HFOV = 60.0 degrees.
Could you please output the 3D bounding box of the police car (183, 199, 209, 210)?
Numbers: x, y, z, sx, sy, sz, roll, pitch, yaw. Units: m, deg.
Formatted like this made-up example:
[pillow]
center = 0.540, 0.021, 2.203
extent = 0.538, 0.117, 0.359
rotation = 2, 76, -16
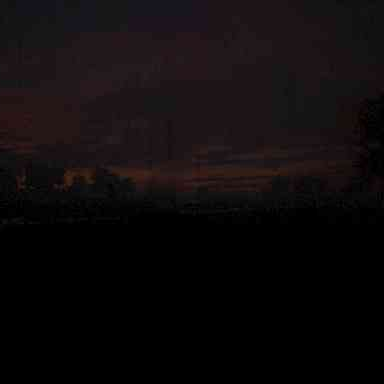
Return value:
[police car]
center = 0.569, 1.931, 50.783
extent = 1.930, 1.638, 5.238
rotation = -1, -1, 36
